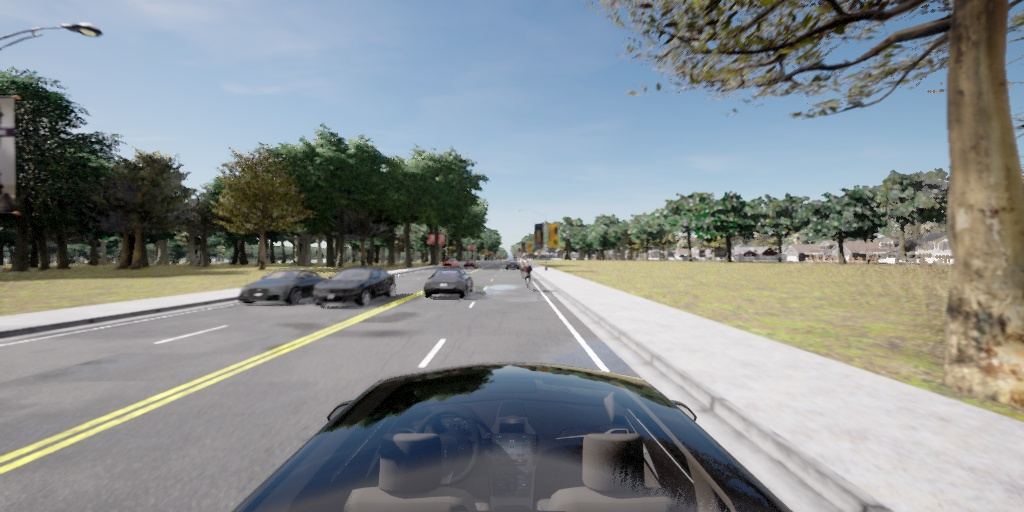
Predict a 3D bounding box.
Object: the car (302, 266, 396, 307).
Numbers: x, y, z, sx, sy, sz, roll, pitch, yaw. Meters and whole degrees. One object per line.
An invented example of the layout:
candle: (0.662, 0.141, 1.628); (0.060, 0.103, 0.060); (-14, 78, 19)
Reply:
car: (-6.603, 1.220, 15.568); (1.882, 1.535, 5.008); (0, 0, 0)

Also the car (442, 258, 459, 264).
car: (-9.817, 1.096, 57.219); (2.097, 1.767, 4.553); (0, 0, 0)

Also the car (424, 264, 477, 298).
car: (-3.153, 1.306, 18.515); (1.994, 1.385, 4.181); (0, 0, 0)

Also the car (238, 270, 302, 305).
car: (-9.852, 1.306, 15.916); (1.994, 1.385, 4.181); (0, 0, 0)

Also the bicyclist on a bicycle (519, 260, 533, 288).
bicyclist on a bicycle: (0.889, 1.112, 20.560); (0.659, 1.776, 1.843); (0, 0, 0)

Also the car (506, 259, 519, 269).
car: (0.079, 1.269, 54.788); (1.812, 1.442, 4.674); (0, 0, 0)

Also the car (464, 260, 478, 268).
car: (-6.568, 1.345, 57.137); (1.895, 1.301, 4.718); (0, 0, 1)
